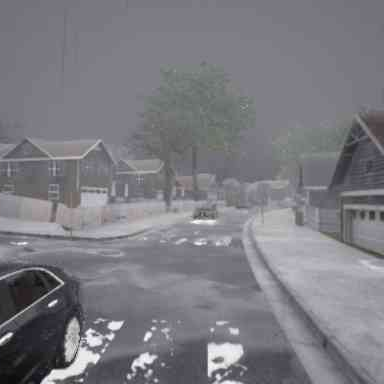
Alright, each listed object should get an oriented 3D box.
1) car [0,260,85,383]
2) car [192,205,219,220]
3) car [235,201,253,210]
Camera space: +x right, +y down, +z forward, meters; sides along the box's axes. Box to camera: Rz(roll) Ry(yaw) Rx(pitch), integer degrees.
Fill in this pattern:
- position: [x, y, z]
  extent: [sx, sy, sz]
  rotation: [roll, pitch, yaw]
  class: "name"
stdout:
- position: [-2.563, 1.545, 3.097]
  extent: [1.837, 1.490, 4.892]
  rotation: [0, -1, 2]
  class: "car"
- position: [1.387, 1.924, 32.294]
  extent: [1.994, 1.385, 4.181]
  rotation: [0, -1, 14]
  class: "car"
- position: [8.625, 2.215, 54.382]
  extent: [2.033, 1.411, 5.357]
  rotation: [-1, -1, 23]
  class: "car"
